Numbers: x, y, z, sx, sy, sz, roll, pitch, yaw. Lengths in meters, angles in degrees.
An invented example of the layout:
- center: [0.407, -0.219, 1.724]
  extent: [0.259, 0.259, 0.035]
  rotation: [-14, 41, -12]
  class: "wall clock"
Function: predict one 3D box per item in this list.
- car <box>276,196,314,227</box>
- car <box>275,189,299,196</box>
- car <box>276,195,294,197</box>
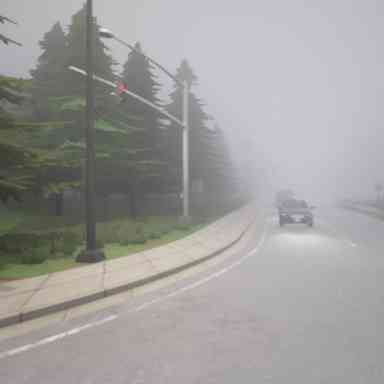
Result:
- center: [6.376, 1.241, 20.600]
  extent: [2.128, 1.511, 4.902]
  rotation: [0, 1, 14]
  class: "car"
- center: [11.362, 0.746, 40.544]
  extent: [2.150, 2.045, 5.566]
  rotation: [0, 1, 13]
  class: "car"
- center: [8.864, 1.241, 30.284]
  extent: [1.895, 1.301, 4.718]
  rotation: [0, 1, 14]
  class: "car"
